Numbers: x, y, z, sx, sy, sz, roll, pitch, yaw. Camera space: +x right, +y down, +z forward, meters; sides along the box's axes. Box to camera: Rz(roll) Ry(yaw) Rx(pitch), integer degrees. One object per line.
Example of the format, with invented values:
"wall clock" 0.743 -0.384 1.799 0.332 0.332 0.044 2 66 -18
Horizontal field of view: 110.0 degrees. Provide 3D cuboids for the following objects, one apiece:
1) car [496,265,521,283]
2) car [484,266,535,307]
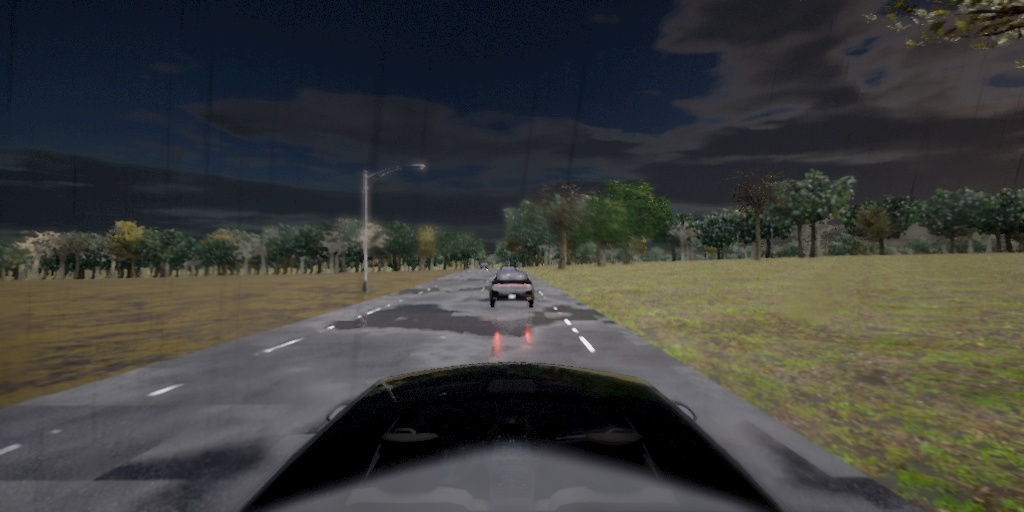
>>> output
"car" -0.368 1.529 31.263 1.994 1.385 4.181 0 0 -2
"car" -0.013 1.364 16.176 2.128 1.511 4.902 0 0 0
